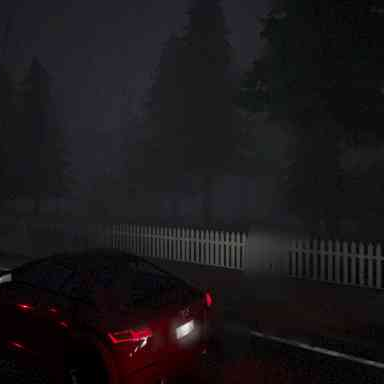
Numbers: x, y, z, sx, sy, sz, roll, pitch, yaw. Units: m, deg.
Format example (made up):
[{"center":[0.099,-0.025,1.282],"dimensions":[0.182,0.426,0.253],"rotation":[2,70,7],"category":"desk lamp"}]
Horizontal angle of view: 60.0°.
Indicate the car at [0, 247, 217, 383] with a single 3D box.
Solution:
[{"center":[-1.727,1.564,5.008],"dimensions":[4.181,1.385,1.994],"rotation":[0,0,35],"category":"car"}]
